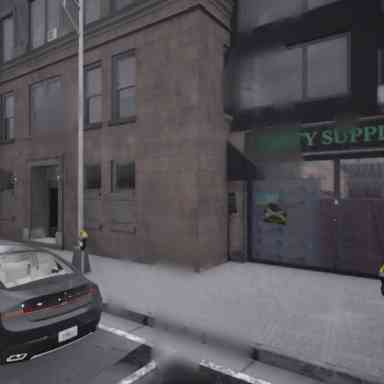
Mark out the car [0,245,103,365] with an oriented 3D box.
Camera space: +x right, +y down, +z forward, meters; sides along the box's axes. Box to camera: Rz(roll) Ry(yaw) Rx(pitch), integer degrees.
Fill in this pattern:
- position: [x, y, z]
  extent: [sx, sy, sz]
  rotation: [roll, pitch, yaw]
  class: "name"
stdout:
- position: [-3.335, 1.550, 5.457]
  extent: [4.403, 1.369, 2.008]
  rotation: [0, 0, 36]
  class: "car"
